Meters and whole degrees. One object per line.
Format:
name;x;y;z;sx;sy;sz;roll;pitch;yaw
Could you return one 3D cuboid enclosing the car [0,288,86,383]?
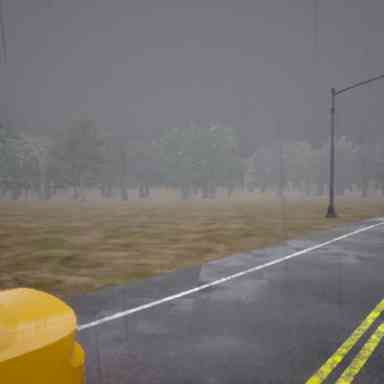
car;-3.083;1.427;1.694;1.882;1.535;5.008;1;1;44
